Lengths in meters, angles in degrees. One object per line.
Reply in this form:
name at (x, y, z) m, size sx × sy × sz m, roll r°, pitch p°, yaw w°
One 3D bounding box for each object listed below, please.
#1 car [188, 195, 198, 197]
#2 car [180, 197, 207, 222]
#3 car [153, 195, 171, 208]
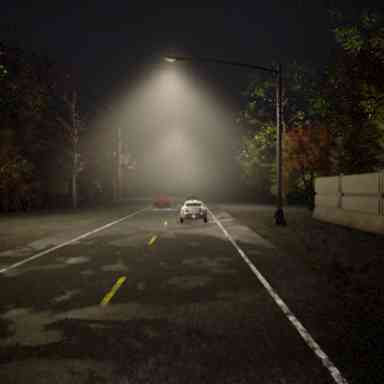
car at (0.107, 1.143, 42.760) m, size 1.837 × 1.490 × 4.892 m, roll 0°, pitch 1°, yaw 0°
car at (0.103, 1.333, 24.030) m, size 1.812 × 1.442 × 4.674 m, roll 0°, pitch 1°, yaw 0°
car at (-3.582, 1.134, 40.711) m, size 1.882 × 1.535 × 5.008 m, roll 0°, pitch 1°, yaw 0°
